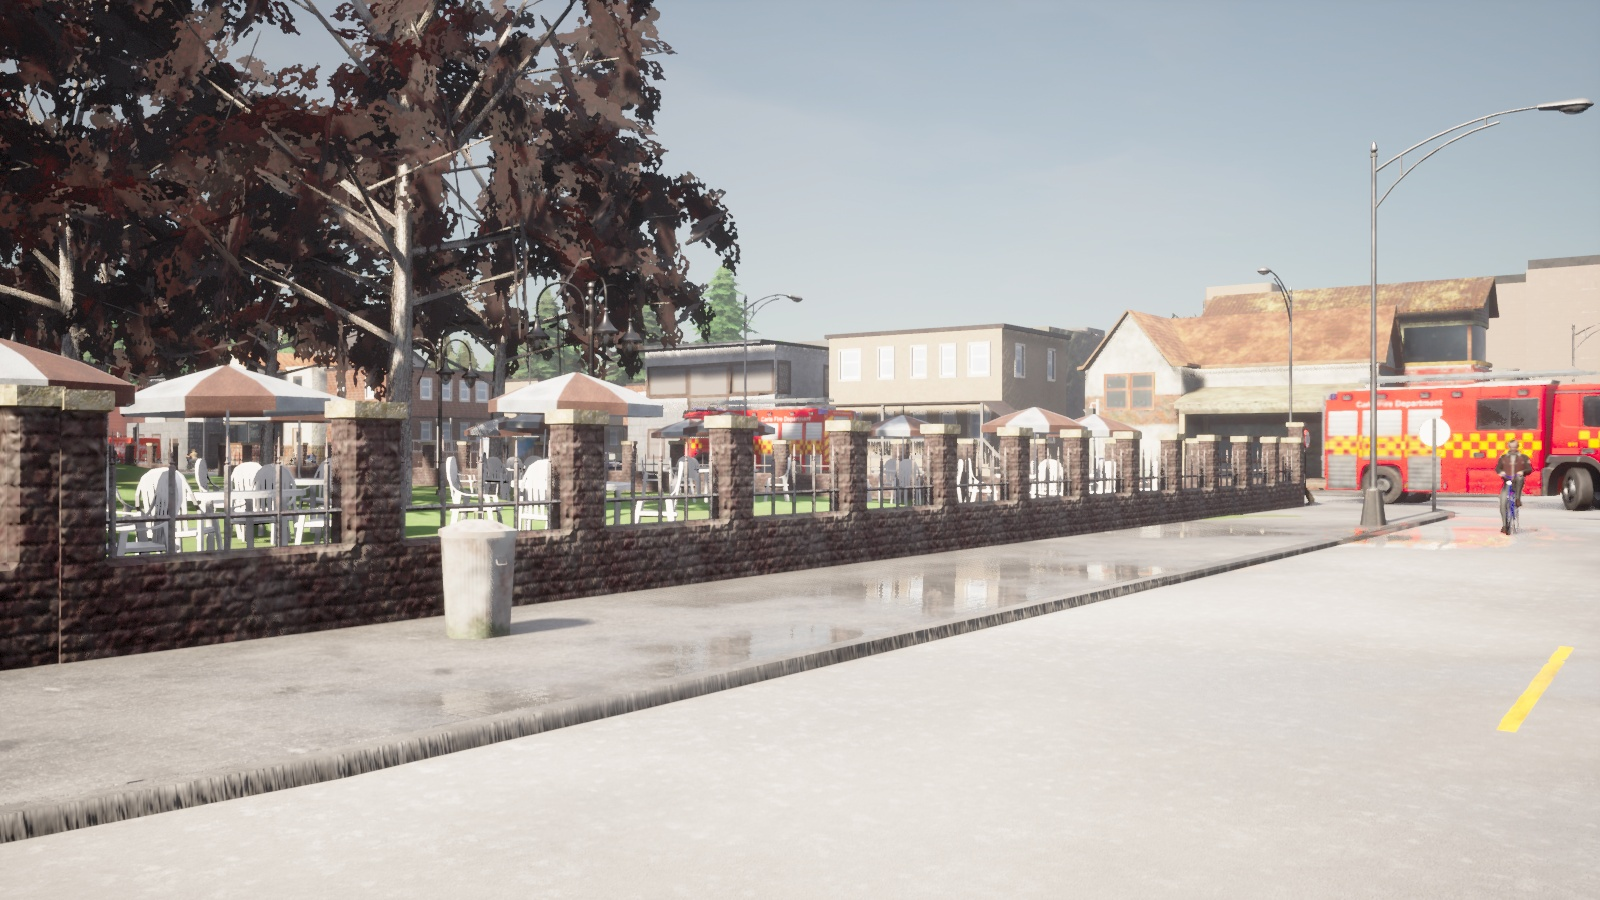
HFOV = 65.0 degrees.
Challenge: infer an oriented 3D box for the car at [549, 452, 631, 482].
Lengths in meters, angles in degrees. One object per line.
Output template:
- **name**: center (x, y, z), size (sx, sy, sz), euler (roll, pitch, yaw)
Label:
- **car**: center (-10.573, 0.847, 63.054), size (3.806, 1.475, 1.970), euler (0, 0, 37)

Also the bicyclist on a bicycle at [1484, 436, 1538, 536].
- **bicyclist on a bicycle**: center (13.073, 0.638, 23.072), size (0.659, 1.776, 1.843), euler (0, 0, 36)

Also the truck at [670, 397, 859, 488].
- **truck**: center (-1.700, -0.310, 56.564), size (8.468, 3.827, 2.891), euler (0, 0, 36)

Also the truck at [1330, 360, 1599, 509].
- **truck**: center (19.752, -0.384, 35.403), size (2.891, 3.827, 8.468), euler (0, 0, -42)
